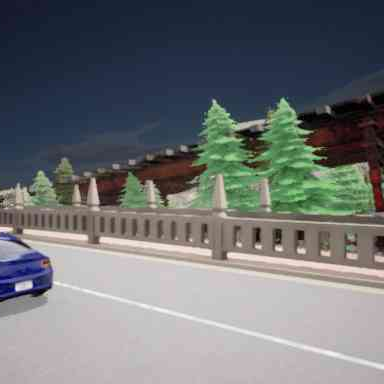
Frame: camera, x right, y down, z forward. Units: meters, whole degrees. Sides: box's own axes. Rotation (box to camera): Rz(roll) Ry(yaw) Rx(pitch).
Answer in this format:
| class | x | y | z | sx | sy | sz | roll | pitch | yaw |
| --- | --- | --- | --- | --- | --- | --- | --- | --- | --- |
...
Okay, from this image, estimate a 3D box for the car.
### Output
| class | x | y | z | sx | sy | sz | roll | pitch | yaw |
| --- | --- | --- | --- | --- | --- | --- | --- | --- | --- |
| car | -5.020 | 1.612 | 7.575 | 4.674 | 1.442 | 1.812 | -1 | 0 | 36 |
